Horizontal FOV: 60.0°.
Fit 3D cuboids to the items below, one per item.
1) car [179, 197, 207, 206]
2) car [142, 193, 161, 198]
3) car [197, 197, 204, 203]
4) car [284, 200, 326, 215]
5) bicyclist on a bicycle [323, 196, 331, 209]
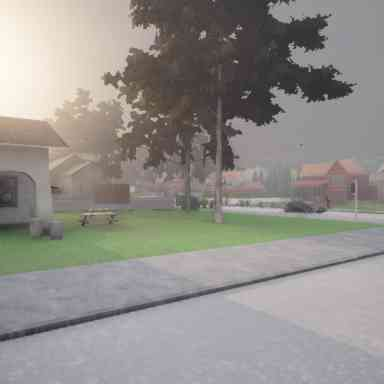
[{"bbox_3d":[0.167,1.547,57.205,2.033,1.411,5.357,0,0,-36],"label":"car"},{"bbox_3d":[-8.403,1.221,69.123,2.150,2.045,5.566,0,0,-36],"label":"car"},{"bbox_3d":[-0.643,1.477,51.170,1.882,1.535,5.008,0,0,-35],"label":"car"},{"bbox_3d":[11.547,1.564,34.177,1.994,1.385,4.181,0,0,-36],"label":"car"},{"bbox_3d":[16.758,1.349,41.316,1.656,1.620,0.582,0,0,-36],"label":"bicyclist on a bicycle"}]
